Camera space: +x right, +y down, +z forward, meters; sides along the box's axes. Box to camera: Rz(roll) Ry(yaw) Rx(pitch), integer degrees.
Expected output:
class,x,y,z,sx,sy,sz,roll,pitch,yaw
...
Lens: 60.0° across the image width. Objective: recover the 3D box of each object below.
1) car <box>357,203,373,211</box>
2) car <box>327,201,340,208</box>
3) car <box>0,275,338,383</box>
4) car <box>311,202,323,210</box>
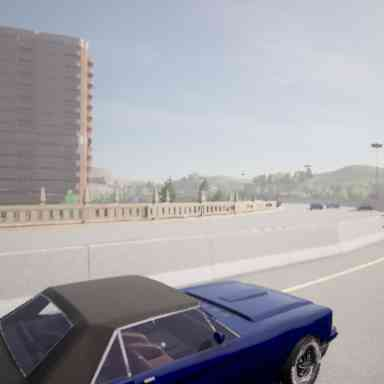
class,x,y,z,sx,sy,sz,roll,pitch,yaw
car,27.107,2.337,52.169,1.895,1.301,4.718,0,-1,21
car,26.904,2.395,63.327,1.994,1.385,4.181,0,-1,14
car,-0.454,1.635,3.591,4.718,1.301,1.895,1,-1,-37
car,21.704,2.359,57.968,1.895,1.301,4.718,0,-1,18
